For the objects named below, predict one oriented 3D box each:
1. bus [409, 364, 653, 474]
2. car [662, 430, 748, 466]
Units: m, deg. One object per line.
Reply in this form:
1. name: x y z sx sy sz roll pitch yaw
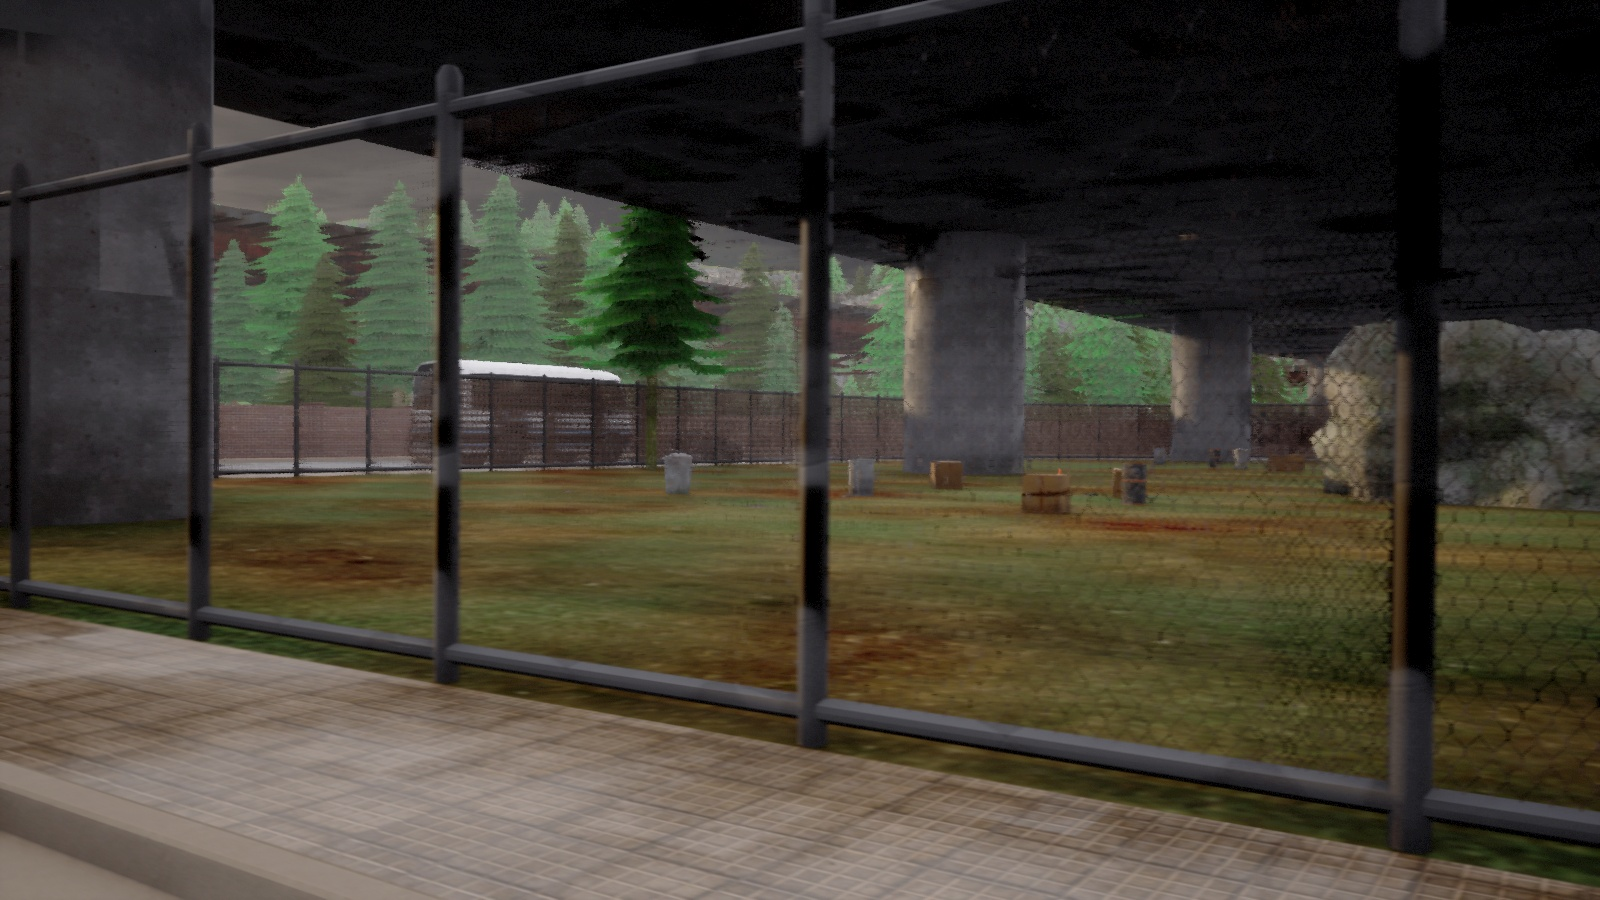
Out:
1. bus: -11.189 -1.277 53.702 3.944 4.253 10.273 0 1 34
2. car: -4.313 -0.117 57.601 1.851 1.617 3.988 0 1 34
